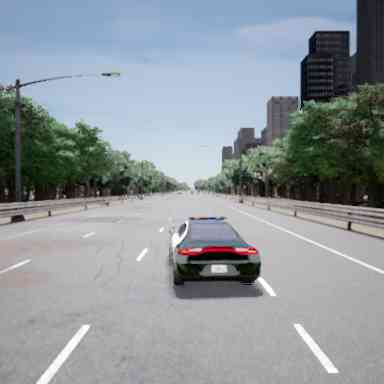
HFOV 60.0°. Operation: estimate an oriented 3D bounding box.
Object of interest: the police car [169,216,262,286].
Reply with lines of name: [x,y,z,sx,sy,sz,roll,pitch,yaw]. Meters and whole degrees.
police car: [0.373,1.472,9.491,2.038,1.542,4.974,1,0,-5]
